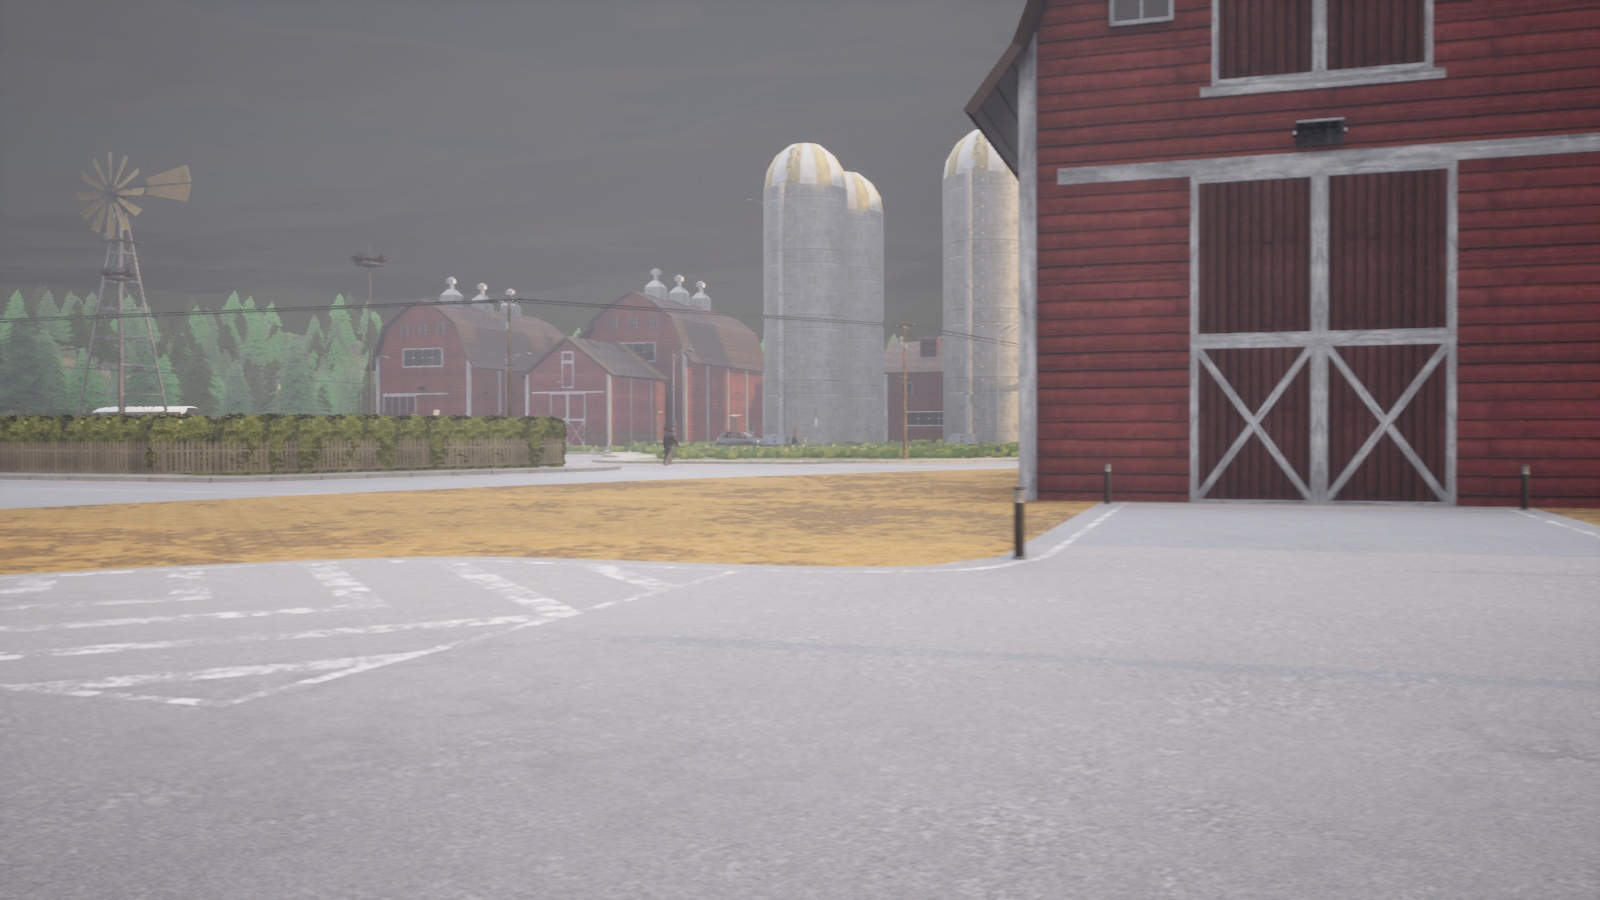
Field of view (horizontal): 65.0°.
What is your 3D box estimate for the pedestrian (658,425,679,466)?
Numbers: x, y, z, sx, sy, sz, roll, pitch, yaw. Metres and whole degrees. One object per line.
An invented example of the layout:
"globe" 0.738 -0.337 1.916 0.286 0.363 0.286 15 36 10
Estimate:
"pedestrian" -6.205 -0.221 59.349 0.563 1.883 0.849 1 1 42
